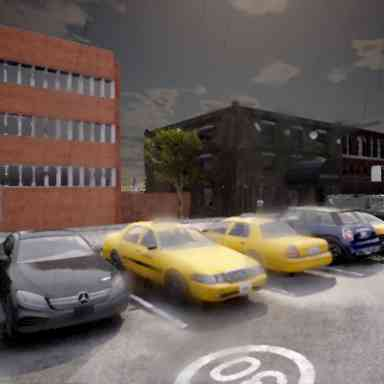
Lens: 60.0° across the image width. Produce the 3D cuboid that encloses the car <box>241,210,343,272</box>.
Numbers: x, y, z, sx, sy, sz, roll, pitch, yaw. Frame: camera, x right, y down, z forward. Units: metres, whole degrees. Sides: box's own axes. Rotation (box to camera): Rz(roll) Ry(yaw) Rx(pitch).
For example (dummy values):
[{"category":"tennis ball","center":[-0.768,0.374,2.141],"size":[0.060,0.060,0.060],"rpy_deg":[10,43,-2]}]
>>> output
[{"category":"car","center":[1.530,1.430,10.301],"size":[1.946,1.575,5.366],"rpy_deg":[0,0,-35]}]

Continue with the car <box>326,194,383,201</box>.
[{"category":"car","center":[8.556,1.125,15.047],"size":[2.435,2.045,5.566],"rpy_deg":[0,0,-35]}]

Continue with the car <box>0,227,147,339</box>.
[{"category":"car","center":[-2.965,1.511,6.872],"size":[2.002,1.452,4.674],"rpy_deg":[0,0,-35]}]

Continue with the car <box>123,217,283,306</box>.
[{"category":"car","center":[-0.555,1.449,8.359],"size":[1.946,1.575,5.366],"rpy_deg":[0,0,-35]}]

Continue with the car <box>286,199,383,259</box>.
[{"category":"car","center":[3.956,1.288,11.764],"size":[2.185,1.767,4.553],"rpy_deg":[0,0,-35]}]
